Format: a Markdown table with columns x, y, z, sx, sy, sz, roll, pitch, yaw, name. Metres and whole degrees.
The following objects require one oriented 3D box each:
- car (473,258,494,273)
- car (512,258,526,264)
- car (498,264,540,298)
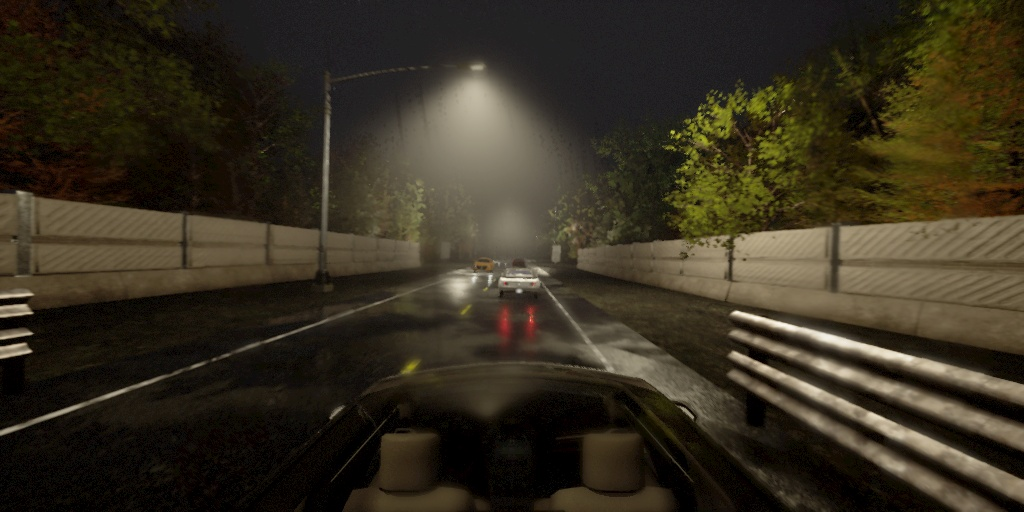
| x | y | z | sx | sy | sz | roll | pitch | yaw | name |
| --- | --- | --- | --- | --- | --- | --- | --- | --- | --- |
| -2.913 | 0.926 | 37.765 | 1.882 | 1.535 | 5.008 | 3 | 0 | 1 | car |
| 0.959 | 0.967 | 52.218 | 1.882 | 1.535 | 5.008 | 2 | 1 | 2 | car |
| 0.365 | 1.273 | 18.201 | 1.895 | 1.301 | 4.718 | 2 | 0 | 1 | car |
